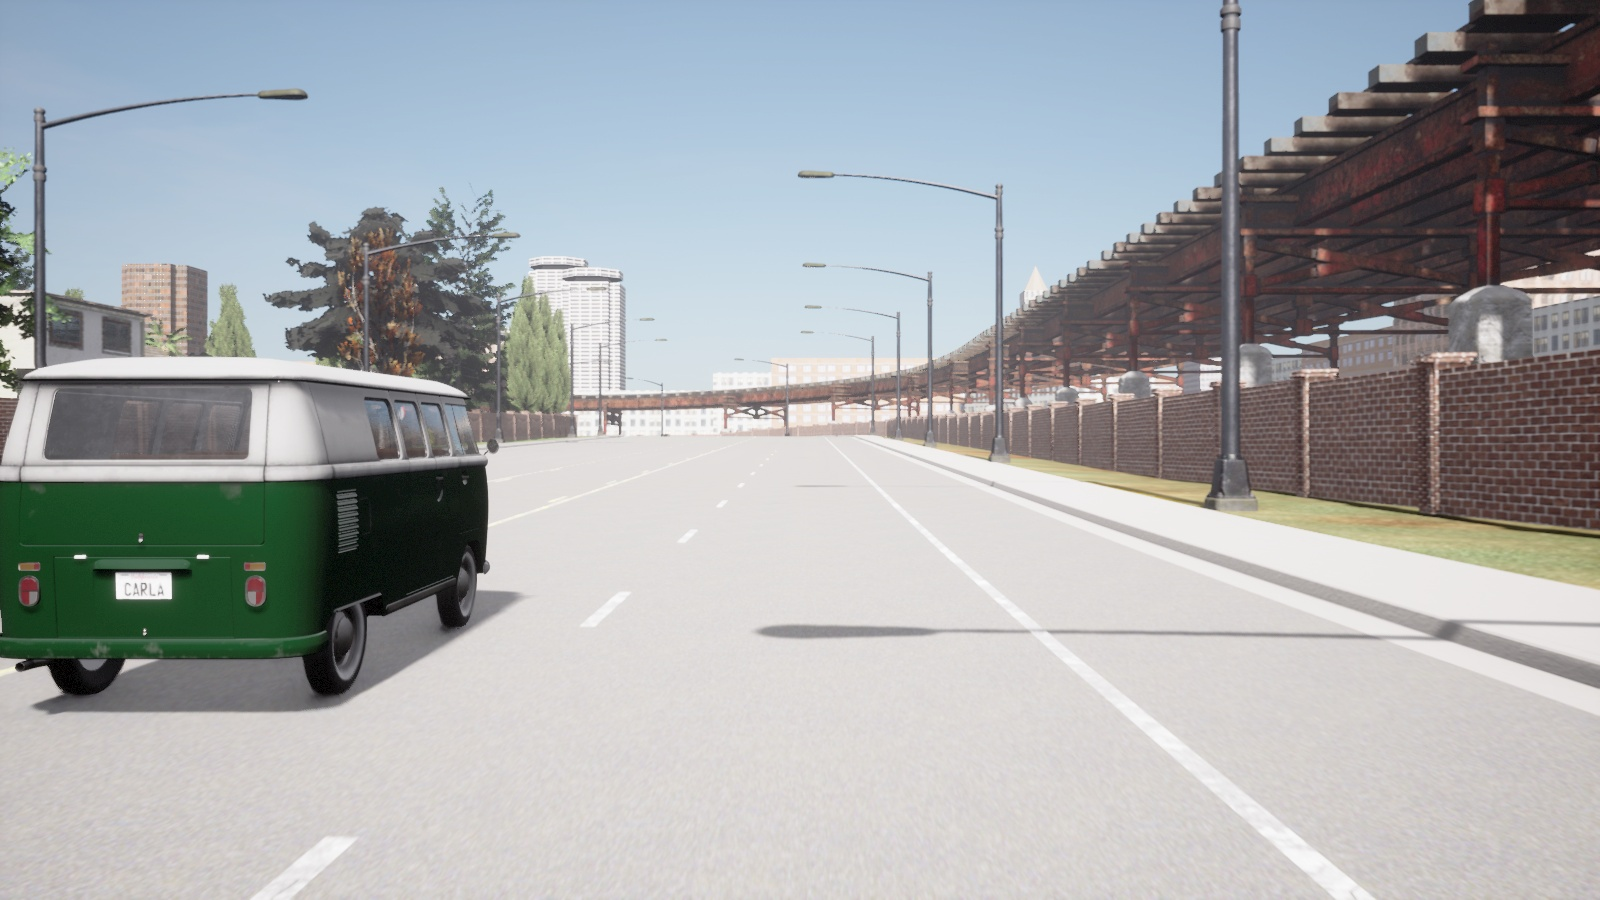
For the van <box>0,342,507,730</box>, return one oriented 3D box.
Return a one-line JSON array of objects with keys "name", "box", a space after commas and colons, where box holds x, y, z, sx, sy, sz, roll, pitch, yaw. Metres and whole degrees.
[{"name": "van", "box": [-3.434, 0.416, 8.651, 1.775, 1.987, 4.442, 0, 1, 0]}]
